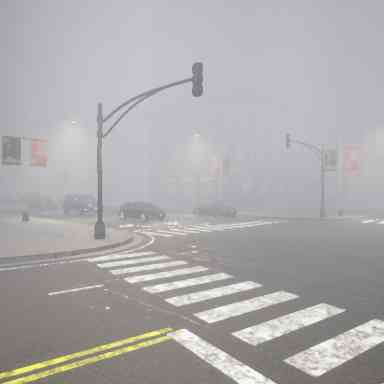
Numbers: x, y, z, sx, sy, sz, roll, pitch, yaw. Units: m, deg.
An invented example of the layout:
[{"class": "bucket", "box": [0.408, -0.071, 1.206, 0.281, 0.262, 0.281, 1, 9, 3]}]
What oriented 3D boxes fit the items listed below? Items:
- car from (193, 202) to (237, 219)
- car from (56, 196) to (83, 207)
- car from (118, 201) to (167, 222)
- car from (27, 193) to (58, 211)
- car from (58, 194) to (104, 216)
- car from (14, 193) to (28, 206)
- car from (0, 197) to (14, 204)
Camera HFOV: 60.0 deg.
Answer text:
[{"class": "car", "box": [2.014, 1.571, 29.778, 1.994, 1.385, 4.181, 0, 0, -45]}, {"class": "car", "box": [-18.643, 1.469, 50.572, 1.882, 1.535, 5.008, 0, 0, -45]}, {"class": "car", "box": [-4.019, 1.500, 26.406, 1.837, 1.490, 4.892, 0, 0, -44]}, {"class": "car", "box": [-18.115, 1.337, 40.564, 2.097, 1.767, 4.553, 0, 0, -45]}, {"class": "car", "box": [-11.027, 1.212, 33.441, 2.150, 2.045, 5.566, 0, 0, -45]}, {"class": "car", "box": [-26.043, 1.202, 53.398, 5.566, 2.045, 2.150, 0, 0, 45]}, {"class": "car", "box": [-33.620, 1.535, 60.998, 1.994, 1.385, 4.181, 0, 0, -45]}]
